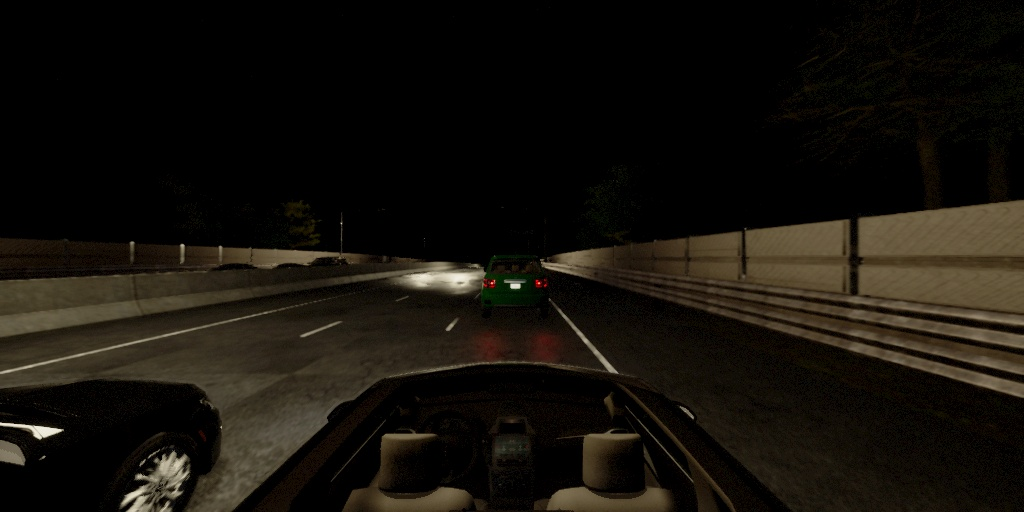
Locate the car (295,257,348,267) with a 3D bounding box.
[{"bbox_3d":[-17.592,1.135,33.980,2.150,2.045,5.566,0,0,0],"label":"car"}]

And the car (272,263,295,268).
[{"bbox_3d":[-21.090,1.419,33.815,1.837,1.490,4.892,0,-1,0],"label":"car"}]

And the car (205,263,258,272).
[{"bbox_3d":[-24.593,1.398,31.616,1.837,1.490,4.892,0,-1,0],"label":"car"}]

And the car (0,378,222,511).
[{"bbox_3d":[-3.399,1.255,1.057,1.837,1.490,4.892,0,0,0],"label":"car"}]

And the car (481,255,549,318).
[{"bbox_3d":[0.101,0.996,13.281,2.150,2.045,5.566,0,0,0],"label":"car"}]
